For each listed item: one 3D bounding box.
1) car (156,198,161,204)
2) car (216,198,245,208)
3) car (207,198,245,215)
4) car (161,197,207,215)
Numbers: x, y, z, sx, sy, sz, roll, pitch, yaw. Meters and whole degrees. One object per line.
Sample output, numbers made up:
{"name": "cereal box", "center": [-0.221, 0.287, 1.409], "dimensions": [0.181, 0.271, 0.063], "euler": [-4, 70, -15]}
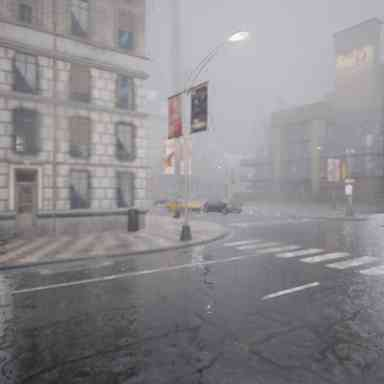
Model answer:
{"name": "car", "center": [-4.769, 1.610, 59.712], "dimensions": [4.674, 1.442, 1.812], "euler": [0, 0, 39]}
{"name": "car", "center": [5.908, 1.696, 51.560], "dimensions": [1.895, 1.301, 4.718], "euler": [0, 0, -36]}
{"name": "car", "center": [3.272, 1.415, 35.306], "dimensions": [2.097, 1.767, 4.553], "euler": [0, 0, -36]}
{"name": "car", "center": [-0.959, 1.532, 35.181], "dimensions": [1.882, 1.535, 5.008], "euler": [0, 0, -36]}
